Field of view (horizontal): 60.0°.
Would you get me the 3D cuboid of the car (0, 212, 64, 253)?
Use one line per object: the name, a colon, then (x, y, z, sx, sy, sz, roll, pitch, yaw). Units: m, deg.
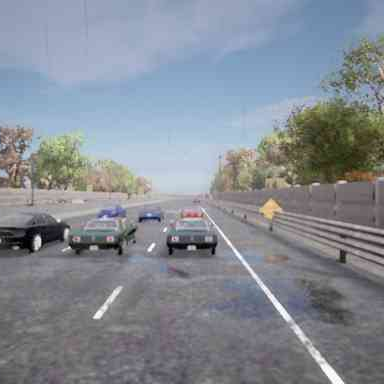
car: (-6.993, 1.620, 14.480, 1.882, 1.535, 5.008, 0, 0, 0)

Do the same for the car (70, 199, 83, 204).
car: (-24.490, 2.288, 71.022, 1.812, 1.442, 4.674, 0, -1, 0)

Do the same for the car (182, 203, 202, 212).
car: (0.005, 1.895, 29.115, 1.895, 1.301, 4.718, 0, -1, 0)

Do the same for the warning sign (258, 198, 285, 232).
warning sign: (4.551, 1.304, 19.140, 1.300, 1.860, 1.060, 0, -1, 0)

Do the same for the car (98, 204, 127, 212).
car: (-6.992, 1.822, 29.401, 1.812, 1.442, 4.674, 0, 0, 0)

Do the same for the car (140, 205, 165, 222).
car: (-3.494, 1.861, 29.353, 1.994, 1.385, 4.181, 0, -1, 0)

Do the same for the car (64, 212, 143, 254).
car: (-3.497, 1.739, 14.119, 1.895, 1.301, 4.718, 0, -1, 0)

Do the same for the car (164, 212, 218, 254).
car: (0.004, 1.739, 14.120, 1.895, 1.301, 4.718, 0, -1, 0)

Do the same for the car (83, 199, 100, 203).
car: (-20.990, 2.289, 71.021, 2.128, 1.511, 4.902, 0, -1, 0)

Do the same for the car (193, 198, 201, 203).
car: (1.236, 2.340, 89.104, 2.097, 1.767, 4.553, 0, -1, 0)

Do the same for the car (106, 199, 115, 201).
car: (-17.490, 2.290, 71.021, 2.128, 1.511, 4.902, 0, -1, 0)
